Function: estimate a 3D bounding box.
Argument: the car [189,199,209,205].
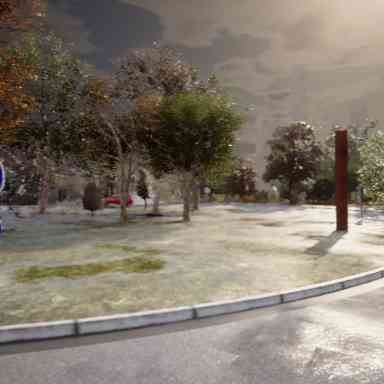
[{"bbox_3d":[1.818,2.636,87.336,4.892,1.521,2.231,-1,-3,-8],"label":"car"}]

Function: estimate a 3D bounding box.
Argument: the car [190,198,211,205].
[{"bbox_3d":[2.178,2.490,84.610,5.008,1.535,2.097,-1,-3,-8],"label":"car"}]

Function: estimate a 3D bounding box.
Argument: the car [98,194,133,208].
[{"bbox_3d":[-12.347,1.445,54.076,5.566,2.045,2.150,-1,1,-4],"label":"car"}]

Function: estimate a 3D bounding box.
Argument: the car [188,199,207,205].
[{"bbox_3d":[1.470,2.809,90.059,4.792,1.488,2.163,-1,-3,-8],"label":"car"}]

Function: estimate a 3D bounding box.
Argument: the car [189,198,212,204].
[{"bbox_3d":[2.549,2.343,81.884,4.892,1.521,2.231,-1,-3,-8],"label":"car"}]
